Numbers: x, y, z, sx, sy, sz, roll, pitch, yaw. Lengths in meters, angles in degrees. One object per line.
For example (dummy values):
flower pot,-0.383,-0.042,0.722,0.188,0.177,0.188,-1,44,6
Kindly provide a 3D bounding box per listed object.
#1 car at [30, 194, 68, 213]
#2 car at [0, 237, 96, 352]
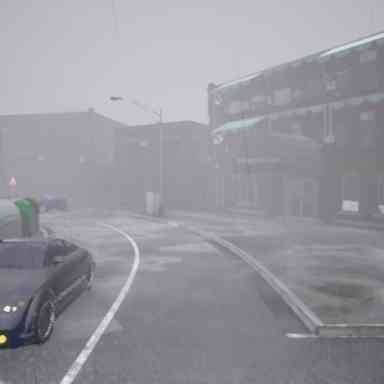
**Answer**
car,-12.864,0.919,28.259,5.008,1.535,1.882,0,2,27
car,-3.230,1.586,6.262,1.994,1.385,4.181,0,0,-2
